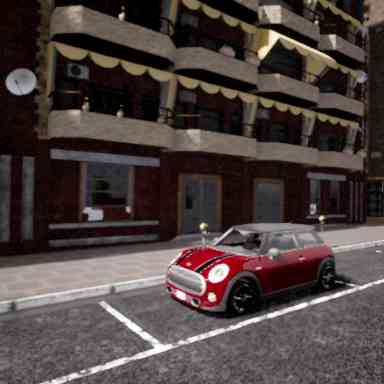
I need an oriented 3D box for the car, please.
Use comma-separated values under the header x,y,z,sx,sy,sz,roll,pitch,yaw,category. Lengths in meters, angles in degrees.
x,y,z,sx,sy,sz,roll,pitch,yaw,category
1.423,1.477,7.566,4.097,1.590,1.967,0,1,-35,car
